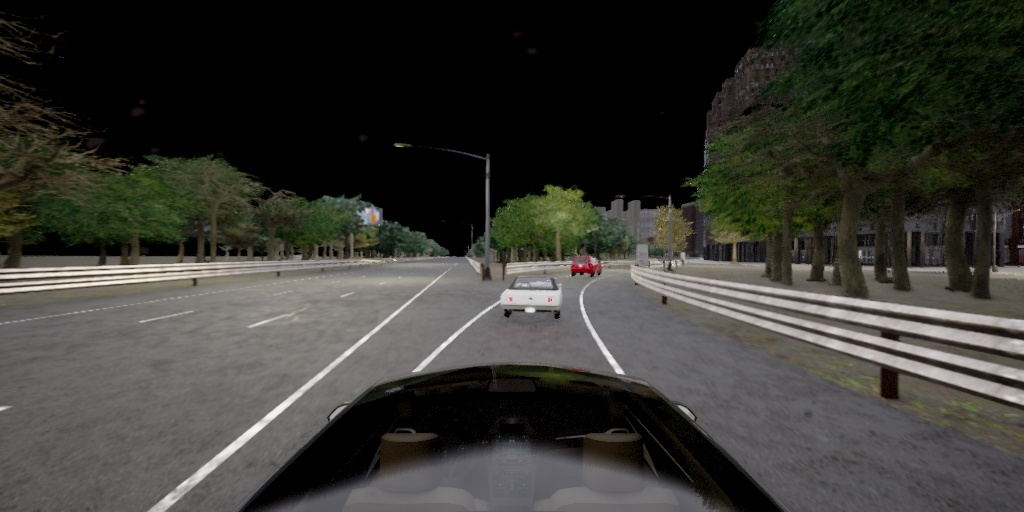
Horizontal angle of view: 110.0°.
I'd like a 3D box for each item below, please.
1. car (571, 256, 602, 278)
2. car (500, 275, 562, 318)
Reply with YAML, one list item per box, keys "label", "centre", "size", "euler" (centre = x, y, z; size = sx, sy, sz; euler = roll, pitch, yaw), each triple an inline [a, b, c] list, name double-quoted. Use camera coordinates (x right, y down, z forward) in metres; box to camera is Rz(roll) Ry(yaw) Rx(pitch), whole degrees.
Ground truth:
- label: "car"
  centre: [7.468, 1.036, 35.759]
  size: [2.150, 2.045, 5.566]
  euler: [0, 0, 24]
- label: "car"
  centre: [0.884, 1.358, 13.106]
  size: [1.895, 1.301, 4.718]
  euler: [0, 0, 8]
